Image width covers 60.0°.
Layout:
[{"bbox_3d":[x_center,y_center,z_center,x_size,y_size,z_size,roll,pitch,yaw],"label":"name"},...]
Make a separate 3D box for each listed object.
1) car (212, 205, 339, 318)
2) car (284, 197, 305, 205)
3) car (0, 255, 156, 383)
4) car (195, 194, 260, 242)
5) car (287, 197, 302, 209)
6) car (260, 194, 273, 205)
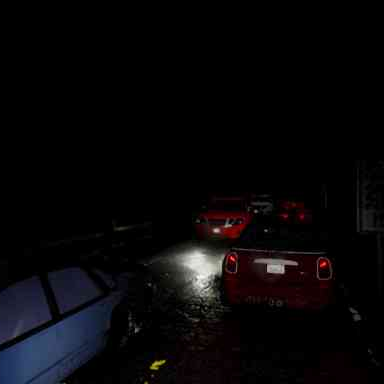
[{"bbox_3d":[2.090,1.356,7.788,2.097,1.767,4.553,0,0,18],"label":"car"},{"bbox_3d":[11.240,1.370,36.567,2.097,1.767,4.553,0,0,18],"label":"car"},{"bbox_3d":[-2.274,1.548,3.775,2.033,1.411,5.357,0,0,20],"label":"car"},{"bbox_3d":[1.822,1.226,16.407,2.150,2.045,5.566,0,0,17],"label":"car"},{"bbox_3d":[14.242,1.500,46.212,1.882,1.535,5.008,0,0,18],"label":"car"},{"bbox_3d":[5.995,1.235,29.554,2.150,2.045,5.566,0,0,18],"label":"car"}]
